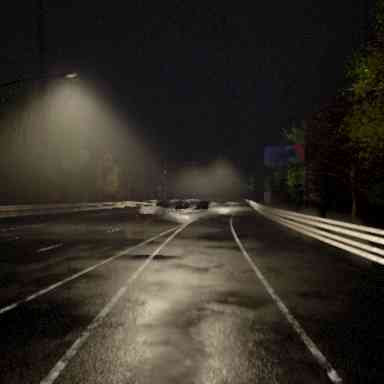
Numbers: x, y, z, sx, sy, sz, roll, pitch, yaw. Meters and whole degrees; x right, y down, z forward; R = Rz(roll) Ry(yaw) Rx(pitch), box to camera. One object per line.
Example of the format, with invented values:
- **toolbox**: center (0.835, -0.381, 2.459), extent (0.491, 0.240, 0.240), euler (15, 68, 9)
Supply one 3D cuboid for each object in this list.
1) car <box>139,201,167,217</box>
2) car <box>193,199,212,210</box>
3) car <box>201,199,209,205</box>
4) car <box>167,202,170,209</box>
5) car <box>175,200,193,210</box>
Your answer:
- **car**: center (-4.472, 1.970, 36.782), extent (1.812, 1.442, 4.674), euler (0, -1, 8)
- **car**: center (1.867, 2.254, 55.785), extent (1.837, 1.490, 4.892), euler (0, -1, 8)
- **car**: center (3.638, 2.760, 91.705), extent (1.882, 1.535, 5.008), euler (0, -1, 8)
- **car**: center (-5.035, 2.231, 56.929), extent (1.837, 1.490, 4.892), euler (0, -1, 8)
- **car**: center (-1.586, 2.283, 56.339), extent (2.033, 1.411, 5.357), euler (0, -1, 8)
